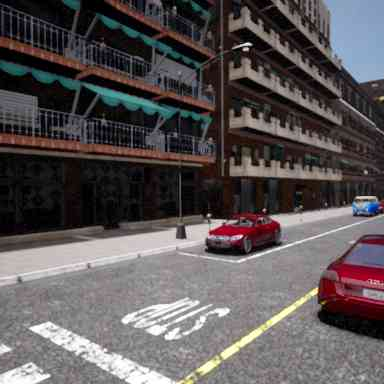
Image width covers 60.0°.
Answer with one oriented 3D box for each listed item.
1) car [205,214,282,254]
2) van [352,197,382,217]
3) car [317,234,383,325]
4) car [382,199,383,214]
[{"bbox_3d":[2.227,1.567,13.480,1.802,1.307,4.206,-1,0,39],"label":"car"},{"bbox_3d":[16.155,1.308,30.948,1.690,1.788,3.998,-1,-1,39],"label":"van"},{"bbox_3d":[4.086,1.557,6.722,1.994,1.385,4.181,0,0,39],"label":"car"},{"bbox_3d":[19.689,1.545,35.374,1.802,1.307,4.206,-1,-1,39],"label":"car"}]
